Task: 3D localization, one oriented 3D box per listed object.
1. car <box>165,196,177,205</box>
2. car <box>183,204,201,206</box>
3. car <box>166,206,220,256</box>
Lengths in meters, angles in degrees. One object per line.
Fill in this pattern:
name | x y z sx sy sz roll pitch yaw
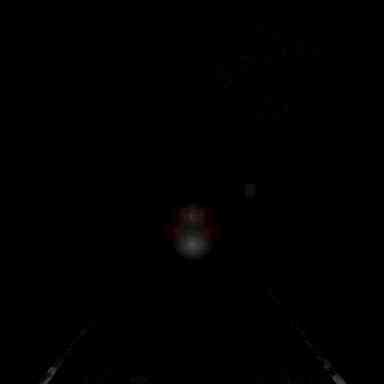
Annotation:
car | -3.569 1.378 57.449 2.128 1.511 4.902 0 0 0
car | 0.037 1.616 27.468 1.895 1.301 4.718 0 0 1
car | 0.045 1.508 13.094 2.128 1.511 4.902 0 0 0
